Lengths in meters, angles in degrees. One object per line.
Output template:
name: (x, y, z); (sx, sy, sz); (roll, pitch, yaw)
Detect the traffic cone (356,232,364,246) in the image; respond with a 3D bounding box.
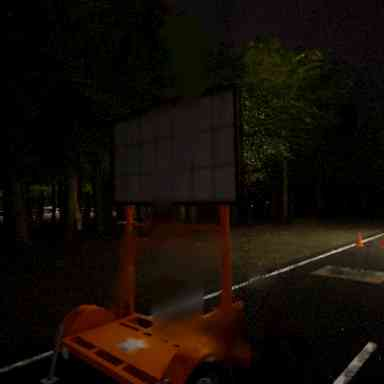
traffic cone: (7.582, 2.123, 15.067); (0.340, 0.580, 0.340); (-2, -2, 43)

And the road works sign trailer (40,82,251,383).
road works sign trailer: (-0.173, 0.569, 4.532); (2.380, 3.560, 2.880); (-2, -2, 43)

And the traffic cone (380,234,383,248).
traffic cone: (8.315, 2.094, 14.388); (0.340, 0.580, 0.340); (-2, -2, 43)
